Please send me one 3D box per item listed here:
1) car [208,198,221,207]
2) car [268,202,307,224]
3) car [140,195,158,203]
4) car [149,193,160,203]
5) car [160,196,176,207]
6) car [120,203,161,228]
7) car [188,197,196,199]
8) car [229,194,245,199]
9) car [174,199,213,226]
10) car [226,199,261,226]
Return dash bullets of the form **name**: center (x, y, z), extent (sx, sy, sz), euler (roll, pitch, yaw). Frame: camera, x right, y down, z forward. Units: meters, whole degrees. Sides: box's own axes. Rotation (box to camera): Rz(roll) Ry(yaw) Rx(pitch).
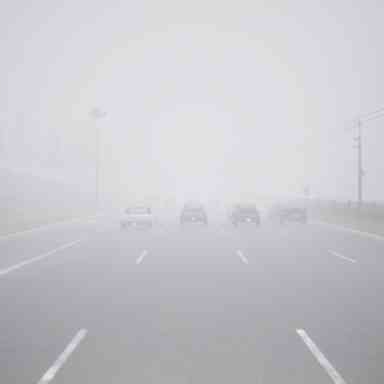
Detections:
- **car**: center (3.503, 1.589, 52.505), extent (1.994, 1.385, 4.181), euler (0, 0, 0)
- **car**: center (7.099, 1.489, 25.167), extent (1.882, 1.535, 5.008), euler (0, 0, 0)
- **car**: center (-7.002, 1.590, 52.091), extent (1.994, 1.385, 4.181), euler (0, 0, 0)
- **car**: center (-7.002, 1.248, 62.125), extent (2.150, 2.045, 5.566), euler (0, 0, 0)
- **car**: center (-3.502, 1.531, 51.696), extent (1.837, 1.490, 4.892), euler (0, 0, 0)
- **car**: center (-3.401, 1.612, 22.106), extent (1.895, 1.301, 4.718), euler (0, 0, 0)
- **car**: center (0.001, 1.551, 52.386), extent (1.812, 1.442, 4.674), euler (0, 0, 0)
- **car**: center (7.000, 1.248, 51.885), extent (2.150, 2.045, 5.566), euler (0, 0, 0)
- **car**: center (0.098, 1.503, 23.554), extent (2.128, 1.511, 4.902), euler (0, 0, 0)
- **car**: center (3.599, 1.516, 23.635), extent (1.837, 1.490, 4.892), euler (0, 0, 0)
